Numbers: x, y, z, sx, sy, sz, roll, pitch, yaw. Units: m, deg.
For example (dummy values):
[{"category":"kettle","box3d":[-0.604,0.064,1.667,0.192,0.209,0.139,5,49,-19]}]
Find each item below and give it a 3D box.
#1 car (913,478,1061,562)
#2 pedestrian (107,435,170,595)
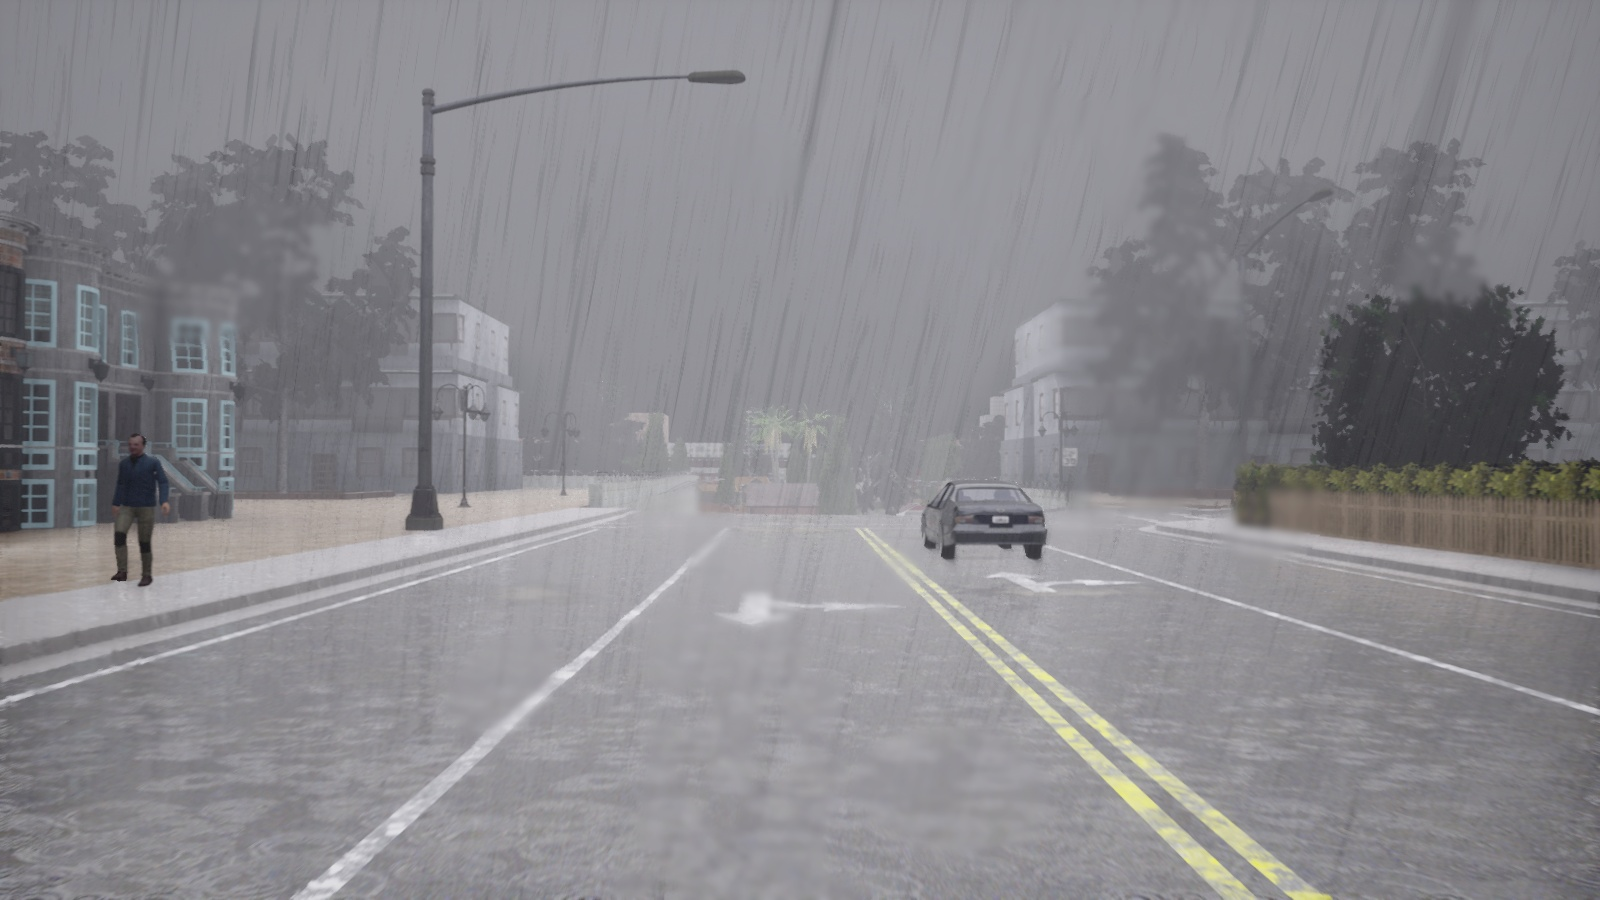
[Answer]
[{"category":"car","box3d":[3.441,1.253,24.185,2.033,1.411,5.357,0,-1,0]},{"category":"pedestrian","box3d":[-7.836,0.758,14.893,0.402,1.842,0.726,0,-1,-4]}]
